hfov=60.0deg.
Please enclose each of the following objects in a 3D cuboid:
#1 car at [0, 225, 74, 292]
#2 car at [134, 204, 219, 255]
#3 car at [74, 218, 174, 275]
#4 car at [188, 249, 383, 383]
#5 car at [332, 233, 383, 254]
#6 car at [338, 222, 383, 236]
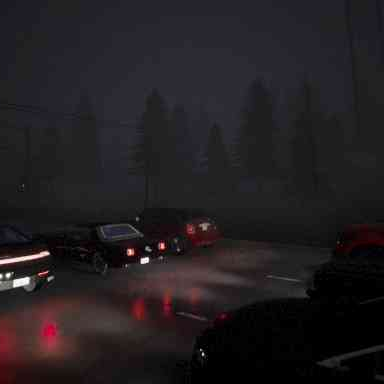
[{"bbox_3d":[-5.205,1.492,7.698,4.902,1.511,2.128,0,0,35],"label":"car"},{"bbox_3d":[-1.256,1.352,13.480,4.553,1.767,2.097,0,0,36],"label":"car"},{"bbox_3d":[-3.076,1.601,10.474,4.718,1.301,1.895,0,0,37],"label":"car"},{"bbox_3d":[2.199,1.492,2.408,4.902,1.511,2.128,0,0,36],"label":"car"},{"bbox_3d":[4.353,1.601,5.191,4.718,1.301,1.895,0,0,35],"label":"car"},{"bbox_3d":[6.413,1.221,8.020,5.566,2.045,2.150,0,0,35],"label":"car"}]
